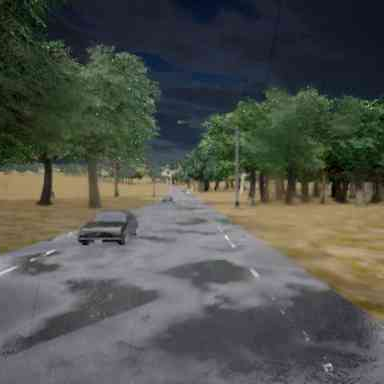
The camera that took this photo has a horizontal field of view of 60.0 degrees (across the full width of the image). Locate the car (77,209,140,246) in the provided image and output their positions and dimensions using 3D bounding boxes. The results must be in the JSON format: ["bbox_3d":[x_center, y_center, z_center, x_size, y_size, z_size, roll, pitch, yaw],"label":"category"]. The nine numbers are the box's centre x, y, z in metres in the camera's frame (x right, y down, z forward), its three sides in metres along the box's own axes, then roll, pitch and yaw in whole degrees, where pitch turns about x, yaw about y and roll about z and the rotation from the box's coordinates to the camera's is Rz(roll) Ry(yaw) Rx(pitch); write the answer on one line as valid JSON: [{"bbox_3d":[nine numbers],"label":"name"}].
[{"bbox_3d":[-3.649,1.537,15.575,2.033,1.411,5.357,0,0,0],"label":"car"}]

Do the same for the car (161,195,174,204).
[{"bbox_3d":[-4.127,1.237,56.911,1.837,1.490,4.892,0,1,-1],"label":"car"}]
